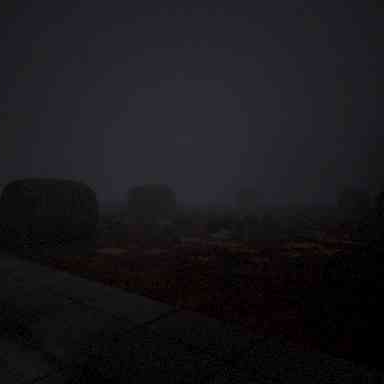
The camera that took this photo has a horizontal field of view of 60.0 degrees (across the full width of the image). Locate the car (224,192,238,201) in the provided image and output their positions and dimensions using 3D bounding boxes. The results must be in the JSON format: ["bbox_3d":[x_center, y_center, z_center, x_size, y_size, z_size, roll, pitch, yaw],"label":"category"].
[{"bbox_3d":[9.132,0.974,73.542,3.866,1.878,1.905,-1,6,-6],"label":"car"}]
